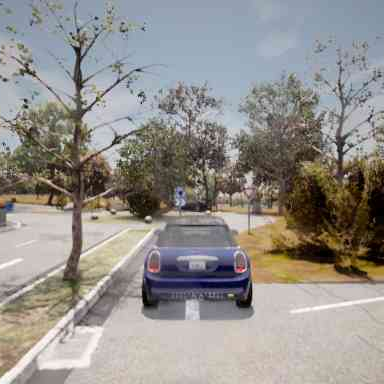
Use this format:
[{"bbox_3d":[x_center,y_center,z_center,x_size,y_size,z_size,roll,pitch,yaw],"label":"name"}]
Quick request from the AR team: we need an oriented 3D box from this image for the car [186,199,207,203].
[{"bbox_3d":[0.035,1.680,40.956,5.008,1.535,1.882,-1,-3,38],"label":"car"}]

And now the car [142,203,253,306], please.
[{"bbox_3d":[0.102,1.334,8.135,2.097,1.767,4.553,0,0,0],"label":"car"}]
